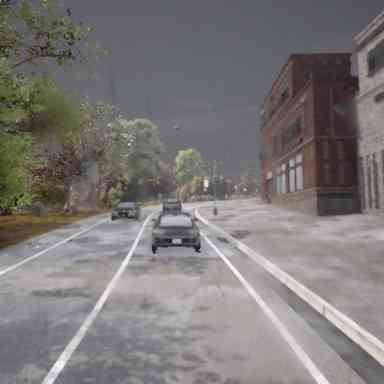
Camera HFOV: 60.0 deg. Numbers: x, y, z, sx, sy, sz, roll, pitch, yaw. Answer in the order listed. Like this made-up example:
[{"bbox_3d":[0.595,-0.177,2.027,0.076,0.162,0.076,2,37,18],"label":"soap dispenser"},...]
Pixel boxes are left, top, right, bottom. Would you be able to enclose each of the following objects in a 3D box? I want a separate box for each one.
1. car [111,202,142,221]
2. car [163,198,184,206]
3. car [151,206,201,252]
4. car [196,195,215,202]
[{"bbox_3d":[-5.095,1.497,26.203,1.994,1.385,4.181,0,0,-3],"label":"car"},{"bbox_3d":[-1.954,1.373,34.995,2.128,1.511,4.902,0,0,1],"label":"car"},{"bbox_3d":[-0.698,1.521,13.747,1.812,1.442,4.674,0,0,-5],"label":"car"},{"bbox_3d":[2.835,1.276,66.211,2.033,1.411,5.357,-3,-1,29],"label":"car"}]
